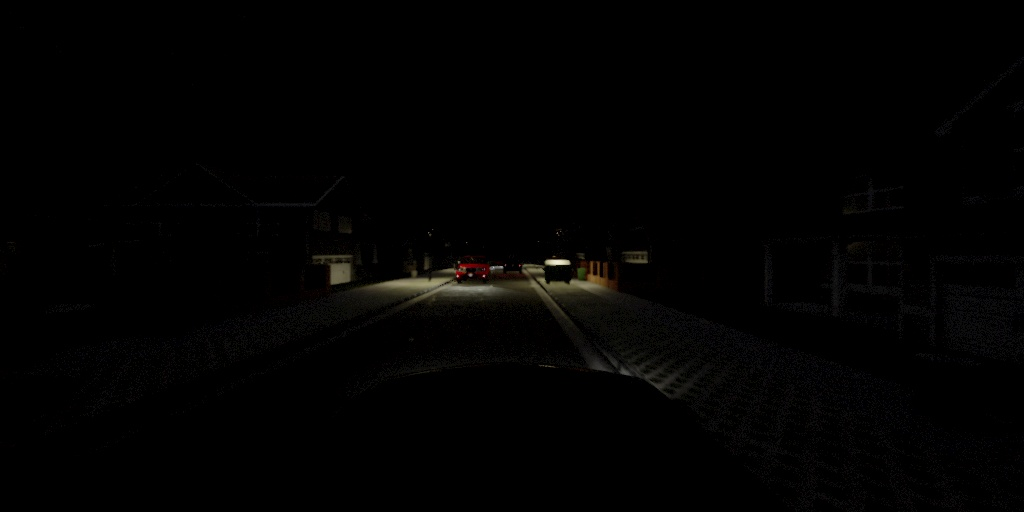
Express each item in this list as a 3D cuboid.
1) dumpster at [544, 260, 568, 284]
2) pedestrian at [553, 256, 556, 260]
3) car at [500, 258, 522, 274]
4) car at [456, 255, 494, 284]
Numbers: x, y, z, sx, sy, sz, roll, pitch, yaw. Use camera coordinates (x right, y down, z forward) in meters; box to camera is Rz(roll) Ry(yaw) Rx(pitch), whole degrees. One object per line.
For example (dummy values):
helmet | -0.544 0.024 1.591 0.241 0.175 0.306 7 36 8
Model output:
dumpster | 3.024 1.125 24.827 1.020 1.700 1.940 0 0 0
pedestrian | 3.024 0.870 25.828 0.375 1.860 0.375 0 1 -10
car | 0.087 1.054 40.777 2.097 1.767 4.553 0 0 0
car | -2.834 0.950 27.312 2.150 2.045 5.566 0 0 0
